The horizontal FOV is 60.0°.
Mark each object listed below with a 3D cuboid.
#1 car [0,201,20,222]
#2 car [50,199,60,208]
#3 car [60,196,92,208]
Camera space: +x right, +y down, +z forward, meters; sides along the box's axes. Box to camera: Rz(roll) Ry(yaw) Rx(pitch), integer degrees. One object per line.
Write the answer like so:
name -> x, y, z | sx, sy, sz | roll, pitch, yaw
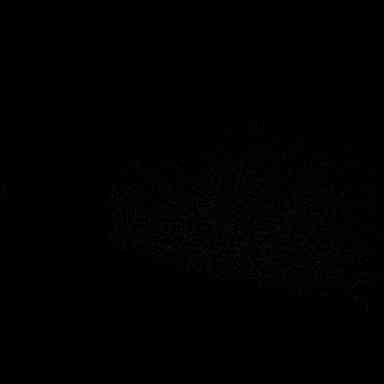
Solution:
car -> -15.992, 1.519, 27.237 | 2.097, 1.767, 4.553 | 0, -1, -4
car -> -23.517, 1.878, 57.338 | 1.882, 1.535, 5.008 | 0, -1, 16
car -> -19.754, 1.642, 57.935 | 2.150, 2.045, 5.566 | 0, 0, 16
